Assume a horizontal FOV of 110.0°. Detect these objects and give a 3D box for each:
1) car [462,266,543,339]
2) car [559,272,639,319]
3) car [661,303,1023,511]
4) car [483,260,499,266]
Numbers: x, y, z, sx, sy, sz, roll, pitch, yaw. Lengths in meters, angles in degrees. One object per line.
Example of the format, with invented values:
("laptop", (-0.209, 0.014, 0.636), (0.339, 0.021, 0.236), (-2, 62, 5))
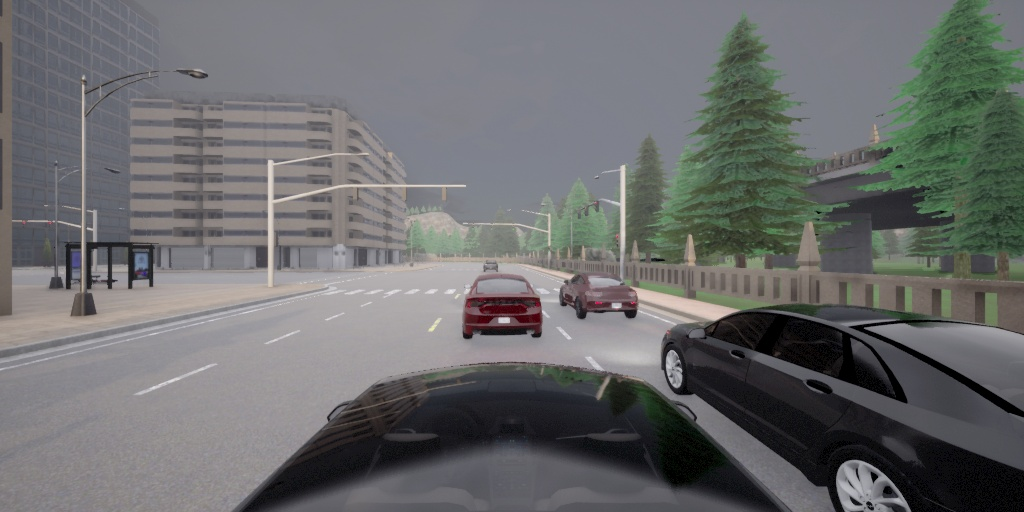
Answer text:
("car", (-0.340, 1.228, 10.162), (1.882, 1.535, 5.008), (0, 0, -4))
("car", (2.922, 1.276, 12.738), (1.812, 1.442, 4.674), (0, 0, -3))
("car", (3.258, 1.255, 3.746), (1.837, 1.490, 4.892), (0, 0, 0))
("car", (-2.717, 1.242, 45.916), (2.128, 1.511, 4.902), (0, 0, -4))
